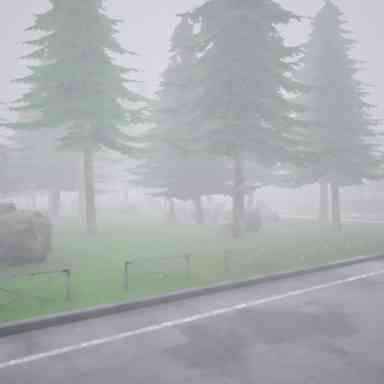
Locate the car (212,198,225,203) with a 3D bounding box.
[{"bbox_3d":[2.993,1.613,55.418,2.097,1.767,4.553,0,0,-26],"label":"car"}]

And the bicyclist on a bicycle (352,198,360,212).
[{"bbox_3d":[20.305,1.614,41.104,1.656,1.620,0.582,0,0,-34],"label":"bicyclist on a bicycle"}]

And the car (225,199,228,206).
[{"bbox_3d":[4.711,1.754,60.133,1.882,1.535,5.008,0,0,-24],"label":"car"}]
